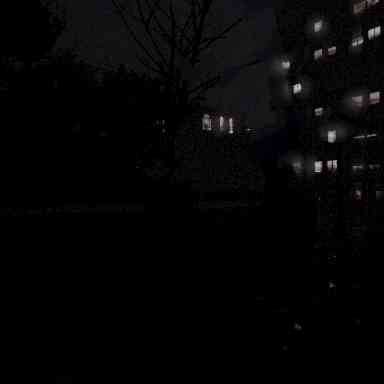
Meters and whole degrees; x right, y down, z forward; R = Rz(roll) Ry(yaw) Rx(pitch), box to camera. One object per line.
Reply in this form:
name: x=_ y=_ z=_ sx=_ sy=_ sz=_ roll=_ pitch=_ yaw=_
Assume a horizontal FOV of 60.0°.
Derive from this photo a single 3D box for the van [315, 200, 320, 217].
van: x=10.434 y=1.647 z=32.600 sx=1.690 sy=1.788 sz=3.998 roll=-1 pitch=0 yaw=-36
